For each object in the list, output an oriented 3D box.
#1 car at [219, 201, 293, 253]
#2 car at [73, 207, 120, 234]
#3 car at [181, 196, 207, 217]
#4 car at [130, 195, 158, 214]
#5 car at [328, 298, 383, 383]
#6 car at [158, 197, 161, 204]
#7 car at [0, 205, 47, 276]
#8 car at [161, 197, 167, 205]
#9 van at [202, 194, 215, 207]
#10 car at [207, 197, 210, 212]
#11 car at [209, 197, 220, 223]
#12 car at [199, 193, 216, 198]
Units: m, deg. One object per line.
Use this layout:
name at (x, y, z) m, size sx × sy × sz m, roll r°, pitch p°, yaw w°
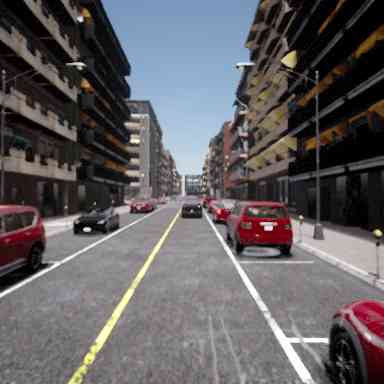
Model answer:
car at (2.550, 1.288, 13.449) m, size 2.192 × 1.841 × 5.009 m, roll 1°, pitch 0°, yaw 0°
car at (-5.304, 1.531, 19.039) m, size 1.947 × 1.339 × 4.313 m, roll 1°, pitch 0°, yaw 0°
car at (0.019, 1.454, 31.032) m, size 2.128 × 1.511 × 4.902 m, roll 0°, pitch 0°, yaw 1°
car at (-5.303, 1.267, 35.628) m, size 2.192 × 1.841 × 5.009 m, roll 1°, pitch 0°, yaw 0°
car at (2.593, 1.435, 2.388) m, size 1.967 × 1.590 × 4.097 m, roll 1°, pitch 0°, yaw 0°
car at (-5.311, 1.497, 41.160) m, size 1.887 × 1.381 × 4.507 m, roll 1°, pitch 0°, yaw 0°
car at (-5.294, 1.298, 7.976) m, size 2.192 × 1.841 × 5.009 m, roll 1°, pitch 0°, yaw 0°
car at (-5.317, 1.545, 57.754) m, size 1.802 × 1.307 × 4.206 m, roll 1°, pitch 0°, yaw 0°
van at (2.537, 1.299, 52.170) m, size 1.690 × 1.788 × 3.998 m, roll 1°, pitch 0°, yaw 0°
car at (2.537, 1.535, 35.576) m, size 1.802 × 1.307 × 4.206 m, roll 1°, pitch 0°, yaw 0°
car at (2.544, 1.400, 24.513) m, size 1.967 × 1.590 × 4.097 m, roll 1°, pitch 0°, yaw 0°
car at (2.539, 1.269, 46.638) m, size 2.192 × 1.841 × 5.009 m, roll 1°, pitch 0°, yaw 0°
